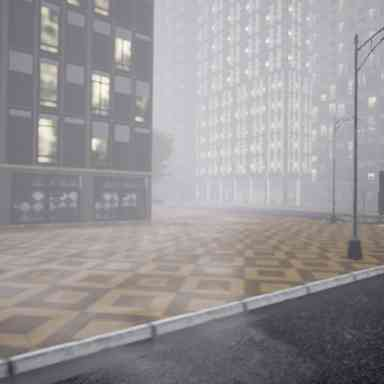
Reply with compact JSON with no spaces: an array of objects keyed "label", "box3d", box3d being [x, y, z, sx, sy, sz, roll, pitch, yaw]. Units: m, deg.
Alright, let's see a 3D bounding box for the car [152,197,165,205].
[{"label":"car","box3d":[-6.435,1.460,56.808,1.895,1.301,4.718,1,0,-36]}]
